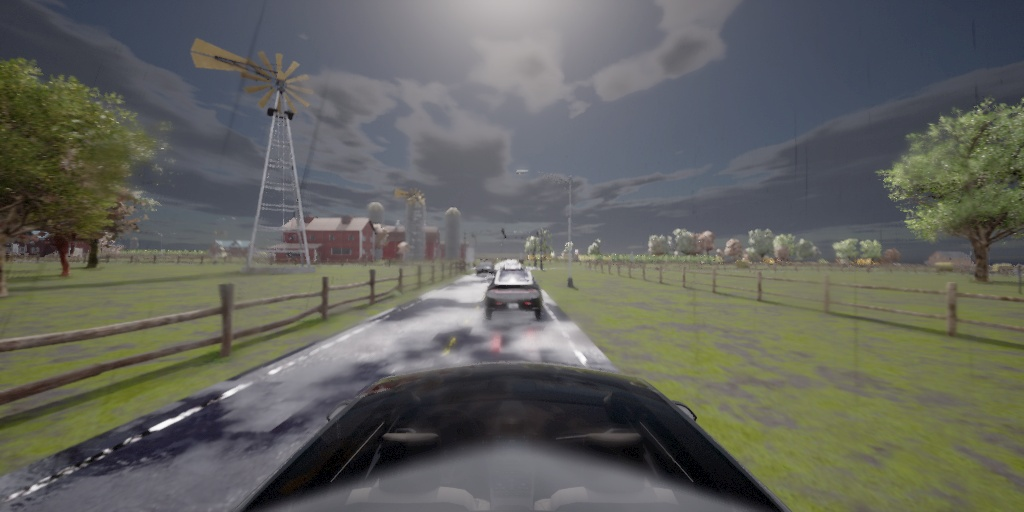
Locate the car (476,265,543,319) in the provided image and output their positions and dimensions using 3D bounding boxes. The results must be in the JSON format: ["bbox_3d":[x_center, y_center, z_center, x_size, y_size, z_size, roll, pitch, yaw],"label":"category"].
[{"bbox_3d":[0.066,1.263,12.916,2.128,1.511,4.902,0,0,0],"label":"car"}]

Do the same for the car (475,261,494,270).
[{"bbox_3d":[-2.827,1.330,39.313,1.837,1.490,4.892,0,-1,0],"label":"car"}]

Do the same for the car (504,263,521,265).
[{"bbox_3d":[0.064,1.292,27.926,2.128,1.511,4.902,0,0,0],"label":"car"}]
